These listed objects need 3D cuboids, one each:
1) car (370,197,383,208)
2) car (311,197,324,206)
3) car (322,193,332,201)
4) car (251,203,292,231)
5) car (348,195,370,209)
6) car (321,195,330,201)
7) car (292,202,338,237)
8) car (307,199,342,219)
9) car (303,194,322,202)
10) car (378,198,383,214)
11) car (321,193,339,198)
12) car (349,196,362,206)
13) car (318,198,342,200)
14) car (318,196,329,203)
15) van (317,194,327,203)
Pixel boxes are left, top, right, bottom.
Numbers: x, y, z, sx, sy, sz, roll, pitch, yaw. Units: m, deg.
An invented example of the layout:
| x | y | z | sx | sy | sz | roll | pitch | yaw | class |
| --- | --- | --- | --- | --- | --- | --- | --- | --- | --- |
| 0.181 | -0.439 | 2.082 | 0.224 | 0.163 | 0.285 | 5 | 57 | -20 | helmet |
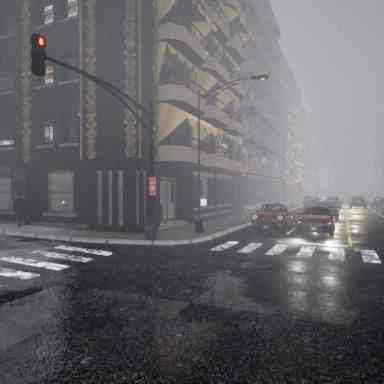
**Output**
| x | y | z | sx | sy | sz | roll | pitch | yaw | class |
| --- | --- | --- | --- | --- | --- | --- | --- | --- | --- |
| 26.599 | 1.435 | 47.655 | 1.967 | 1.590 | 4.097 | 0 | 0 | 24 | car |
| 21.241 | 1.520 | 56.110 | 1.752 | 1.417 | 4.829 | 0 | 0 | 24 | car |
| 35.331 | 1.304 | 87.056 | 2.192 | 1.841 | 5.009 | 0 | 0 | 24 | car |
| 4.953 | 1.438 | 20.343 | 1.967 | 1.590 | 4.097 | 0 | 0 | 24 | car |
| 22.812 | 1.348 | 45.783 | 2.097 | 1.767 | 4.553 | 0 | 0 | 24 | car |
| 32.925 | 1.516 | 81.769 | 1.752 | 1.417 | 4.829 | 0 | 0 | 24 | car |
| 6.919 | 1.523 | 18.402 | 1.812 | 1.442 | 4.674 | 0 | 0 | 25 | car |
| 10.660 | 1.561 | 26.591 | 1.994 | 1.385 | 4.181 | 0 | 0 | 25 | car |
| 16.636 | 1.311 | 46.002 | 2.192 | 1.841 | 5.009 | 0 | 0 | 24 | car |
| 19.588 | 1.541 | 32.259 | 1.887 | 1.381 | 4.507 | 0 | 0 | 24 | car |
| 19.068 | 1.348 | 44.901 | 2.097 | 1.767 | 4.553 | 0 | 0 | 25 | car |
| 26.851 | 1.472 | 54.687 | 1.882 | 1.535 | 5.008 | 0 | 0 | 24 | car |
| 14.803 | 1.597 | 35.650 | 1.895 | 1.301 | 4.718 | 0 | 0 | 25 | car |
| 28.322 | 1.543 | 71.660 | 2.008 | 1.369 | 4.403 | 0 | 0 | 24 | car |
| 25.985 | 1.335 | 66.529 | 1.690 | 1.788 | 3.998 | 0 | 0 | 24 | van |
